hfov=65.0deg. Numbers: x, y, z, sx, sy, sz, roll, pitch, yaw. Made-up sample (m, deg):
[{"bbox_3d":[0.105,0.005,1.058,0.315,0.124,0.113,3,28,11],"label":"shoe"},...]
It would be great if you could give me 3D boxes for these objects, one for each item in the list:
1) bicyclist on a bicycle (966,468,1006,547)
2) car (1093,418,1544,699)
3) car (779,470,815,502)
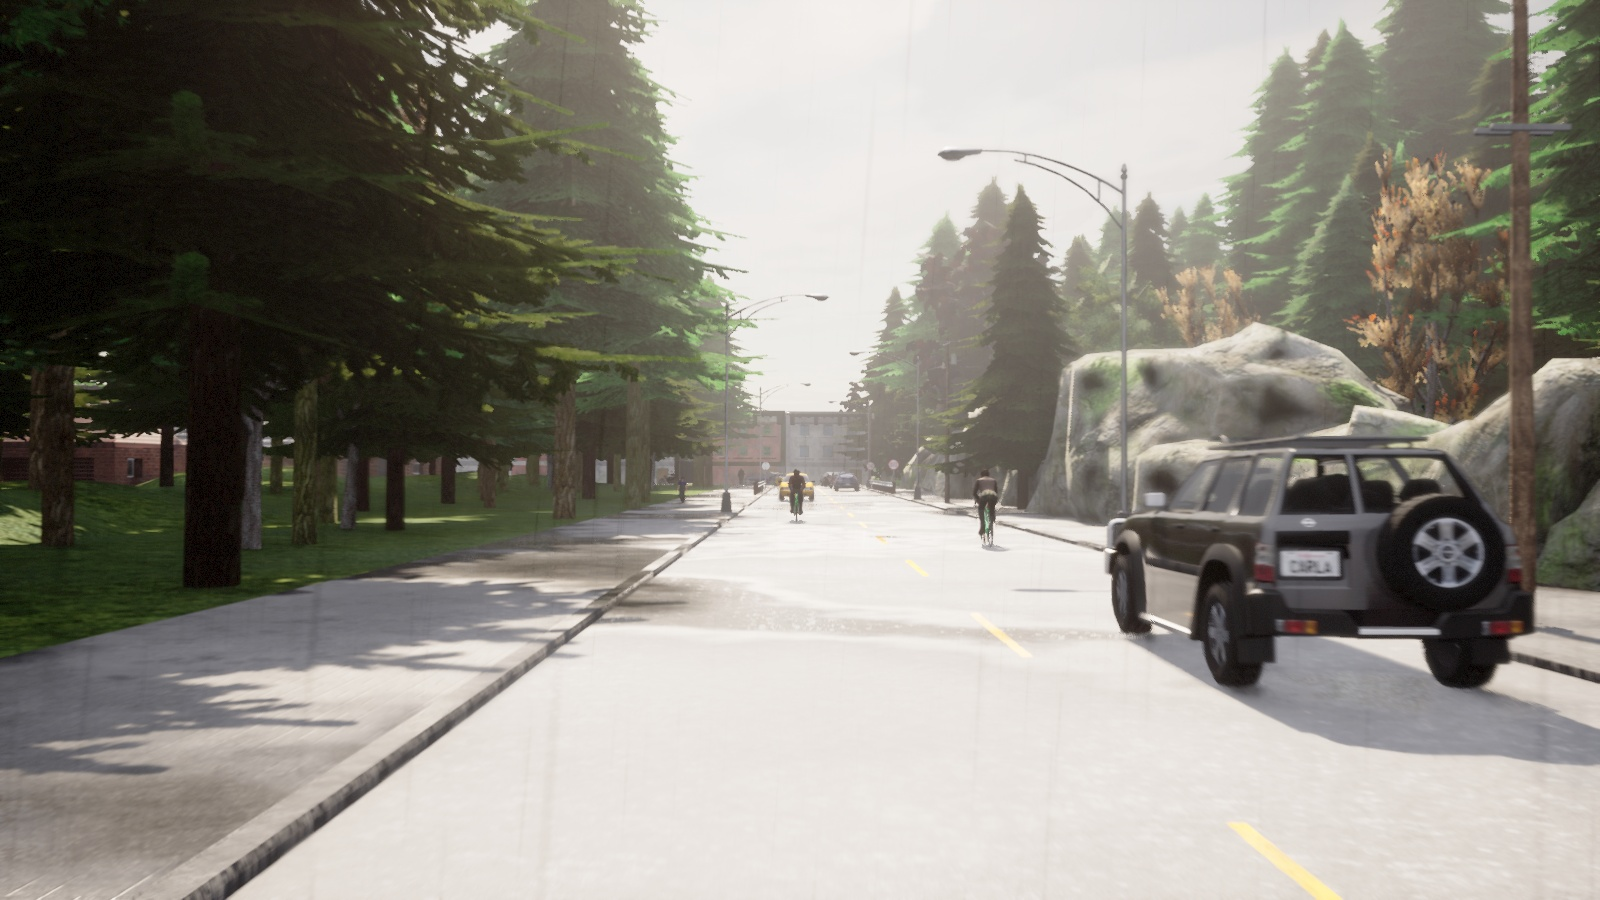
[{"bbox_3d":[3.937,1.198,26.677,0.582,1.620,1.656,0,-1,0],"label":"bicyclist on a bicycle"},{"bbox_3d":[3.976,0.791,10.648,1.932,1.855,4.605,0,-2,1],"label":"car"},{"bbox_3d":[-0.156,1.856,65.832,1.801,1.575,5.366,0,-1,0],"label":"car"}]
